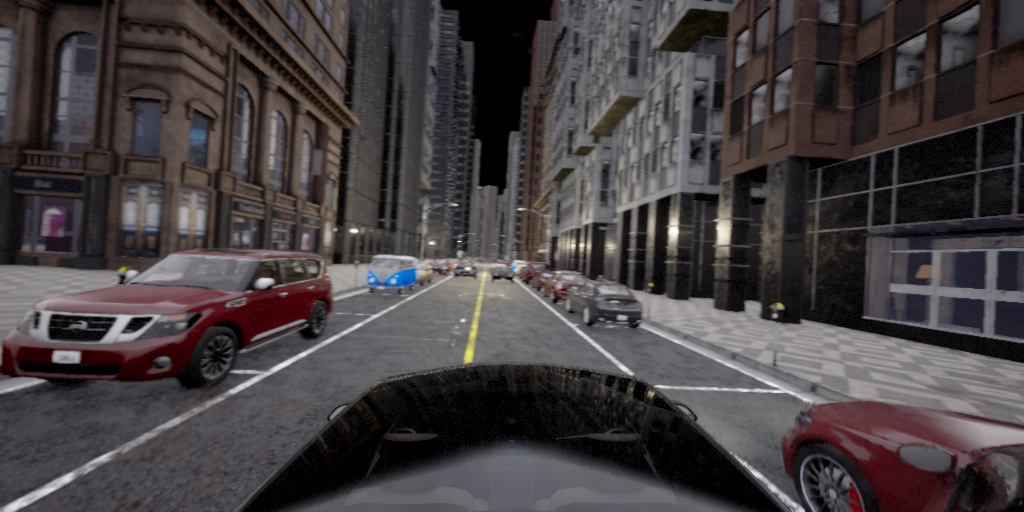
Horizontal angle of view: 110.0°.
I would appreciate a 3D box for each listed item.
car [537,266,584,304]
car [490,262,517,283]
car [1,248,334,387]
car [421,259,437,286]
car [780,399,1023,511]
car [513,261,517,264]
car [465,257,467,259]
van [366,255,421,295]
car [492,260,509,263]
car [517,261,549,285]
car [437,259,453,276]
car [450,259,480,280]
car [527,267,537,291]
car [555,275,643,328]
[{"bbox_3d":[2.652,1.476,18.189,1.967,1.591,4.097,0,0,-4],"label":"car"},{"bbox_3d":[-0.839,1.522,30.577,1.895,1.301,4.718,3,0,-4],"label":"car"},{"bbox_3d":[-5.078,0.793,6.423,2.192,1.841,5.009,0,0,-4],"label":"car"},{"bbox_3d":[-6.205,1.064,23.019,1.751,1.417,4.829,0,0,-4],"label":"car"},{"bbox_3d":[3.434,1.479,1.250,1.812,1.442,4.674,3,0,-4],"label":"car"},{"bbox_3d":[1.123,1.646,40.715,1.751,1.417,4.829,0,0,-4],"label":"car"},{"bbox_3d":[-8.493,1.234,56.722,1.948,1.339,4.313,0,0,-4],"label":"car"},{"bbox_3d":[-5.837,0.859,17.600,1.690,1.789,3.998,0,0,-4],"label":"van"},{"bbox_3d":[-1.653,1.566,42.297,1.895,1.301,4.718,3,0,-3],"label":"car"},{"bbox_3d":[1.893,1.392,29.367,2.192,1.841,5.009,0,0,-4],"label":"car"},{"bbox_3d":[-6.975,1.021,34.367,1.967,1.591,4.097,0,0,-4],"label":"car"},{"bbox_3d":[-4.078,1.300,32.007,1.994,1.385,4.181,3,0,-3],"label":"car"},{"bbox_3d":[2.273,1.639,23.778,1.802,1.307,4.207,0,0,-4],"label":"car"},{"bbox_3d":[3.031,1.566,12.599,2.007,1.370,4.403,0,0,-4],"label":"car"}]
